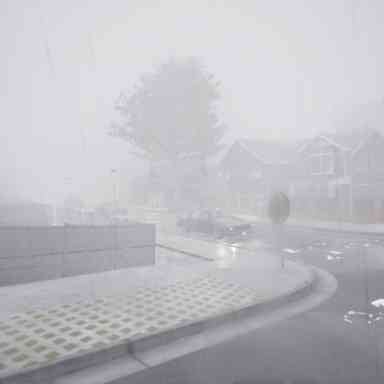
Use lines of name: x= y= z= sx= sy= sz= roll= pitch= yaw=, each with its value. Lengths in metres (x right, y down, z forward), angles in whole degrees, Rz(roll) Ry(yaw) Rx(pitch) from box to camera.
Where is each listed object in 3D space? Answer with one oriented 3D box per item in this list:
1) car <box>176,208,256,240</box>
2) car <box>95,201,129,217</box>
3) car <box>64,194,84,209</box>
car: x=1.074 y=1.623 z=18.263 sx=2.033 sy=1.411 sz=5.357 roll=-3 pitch=2 yaw=-33
car: x=-7.896 y=1.612 z=32.303 sx=2.033 sy=1.411 sz=5.357 roll=-3 pitch=2 yaw=-32
car: x=-17.449 y=1.355 z=48.870 sx=2.150 sy=2.045 sz=5.566 roll=-3 pitch=1 yaw=-29
